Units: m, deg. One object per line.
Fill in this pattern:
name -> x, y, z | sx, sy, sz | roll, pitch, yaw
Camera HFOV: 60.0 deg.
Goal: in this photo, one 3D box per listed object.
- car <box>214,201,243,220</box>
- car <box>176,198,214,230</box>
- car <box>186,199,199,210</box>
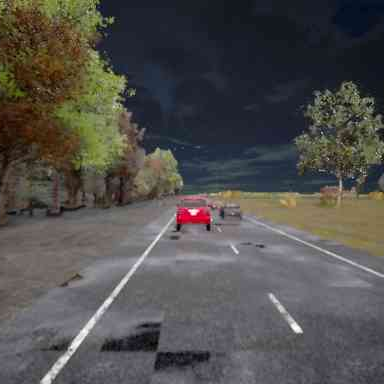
car -> 3.504, 1.702, 30.745 | 2.128, 1.511, 4.902 | 0, 0, 0
car -> 0.096, 1.379, 22.500 | 2.150, 2.045, 5.566 | 0, 0, 0
car -> 0.089, 1.813, 49.647 | 1.882, 1.535, 5.008 | 0, 0, 0
